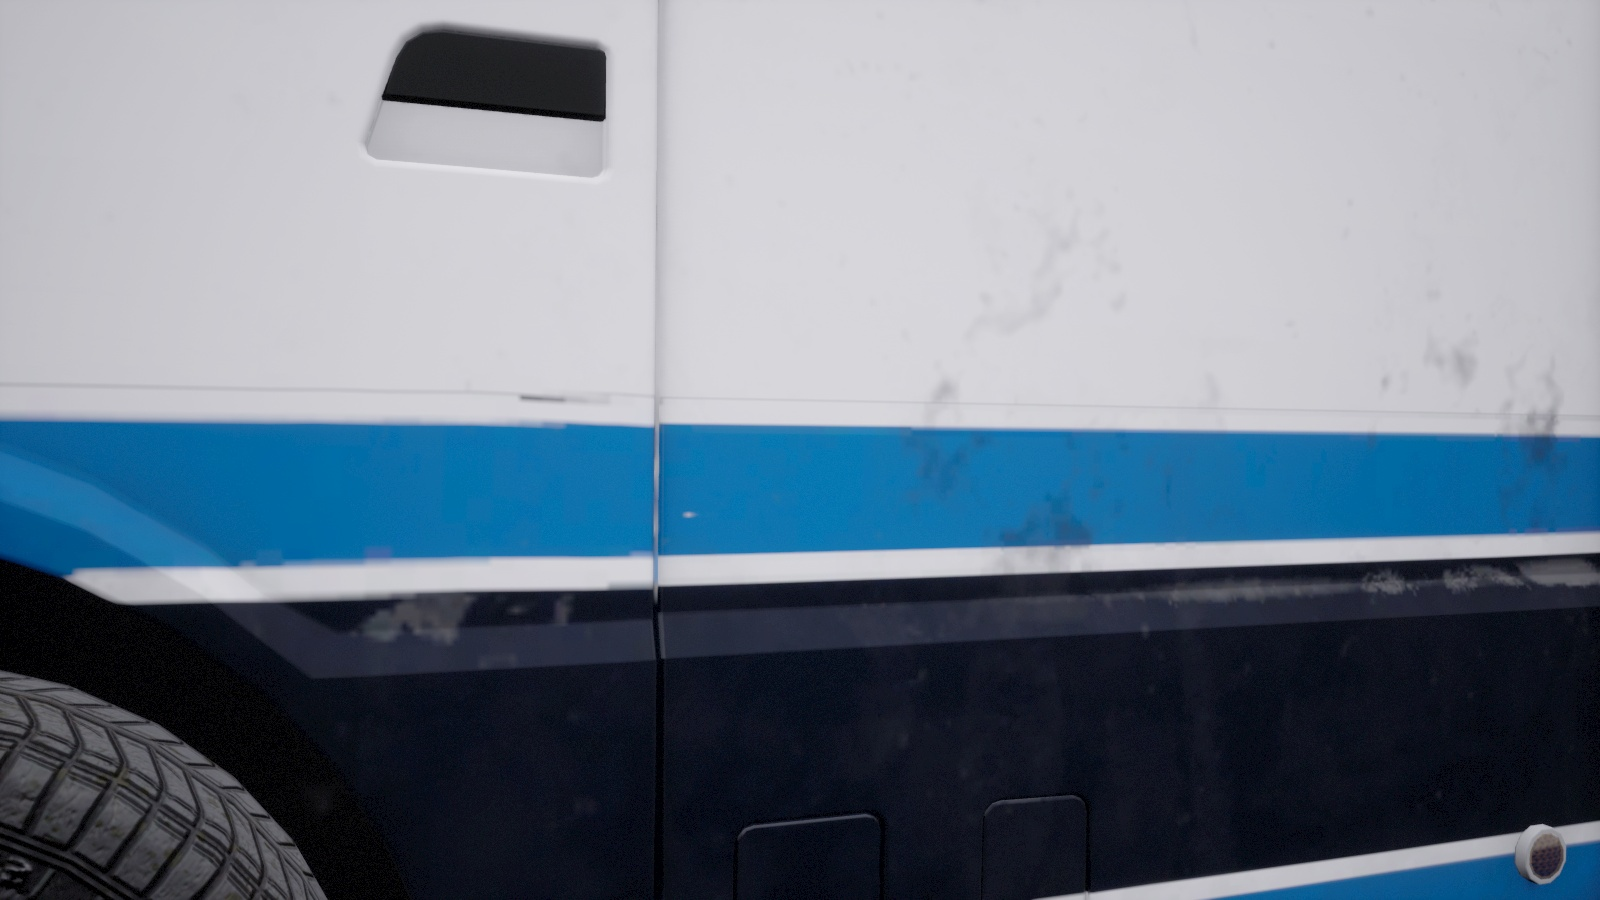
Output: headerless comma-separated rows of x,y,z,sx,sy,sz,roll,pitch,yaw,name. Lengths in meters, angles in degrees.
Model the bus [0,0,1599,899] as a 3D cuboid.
1.219,-0.652,3.684,10.273,4.253,3.944,-1,1,-21,bus
